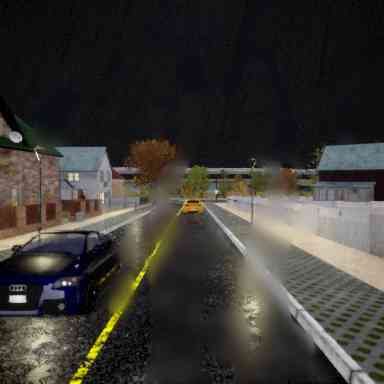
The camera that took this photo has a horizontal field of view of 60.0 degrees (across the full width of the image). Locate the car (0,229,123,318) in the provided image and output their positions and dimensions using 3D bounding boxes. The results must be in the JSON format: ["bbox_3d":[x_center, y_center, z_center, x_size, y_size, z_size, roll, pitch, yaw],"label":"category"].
[{"bbox_3d":[-2.846,1.559,7.422,1.994,1.385,4.181,0,0,0],"label":"car"}]

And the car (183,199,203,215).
[{"bbox_3d":[0.118,1.471,34.001,1.882,1.535,5.008,0,0,0],"label":"car"}]

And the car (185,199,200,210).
[{"bbox_3d":[0.123,1.602,44.535,1.895,1.301,4.718,0,0,0],"label":"car"}]
